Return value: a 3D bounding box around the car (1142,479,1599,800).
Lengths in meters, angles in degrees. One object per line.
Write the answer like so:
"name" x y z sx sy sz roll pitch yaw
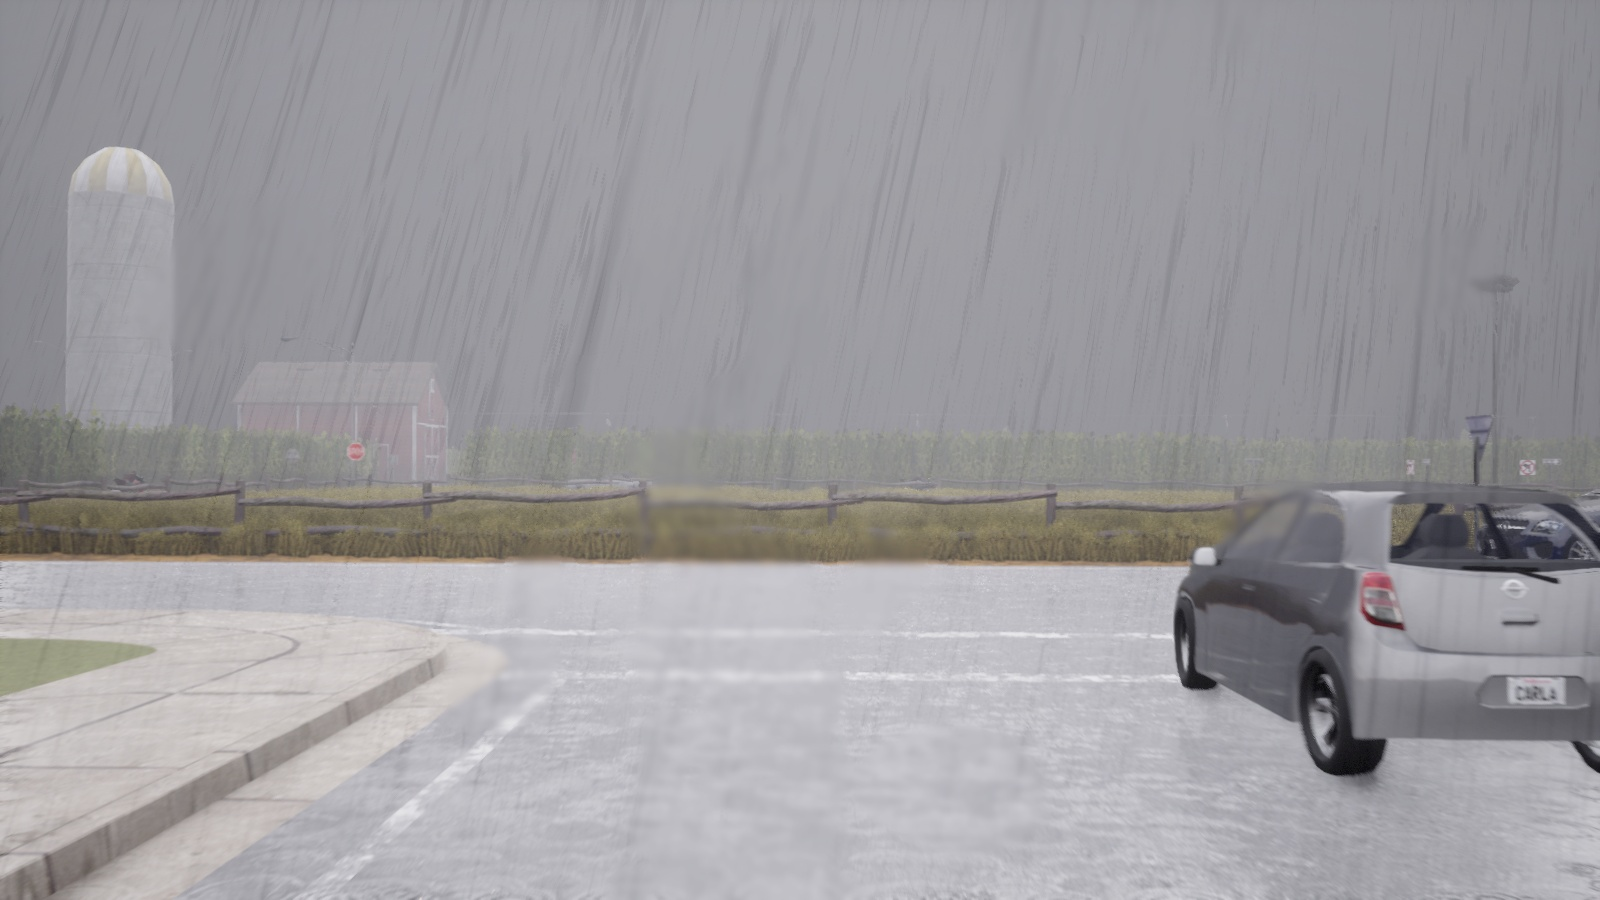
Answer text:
"car" 3.519 0.945 7.809 1.845 1.501 3.633 0 -1 1

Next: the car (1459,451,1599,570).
"car" 12.835 0.853 18.564 5.027 1.651 2.152 0 -1 1

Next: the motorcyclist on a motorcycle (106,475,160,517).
"motorcyclist on a motorcycle" -25.213 1.714 47.520 0.866 1.530 2.191 0 -1 1

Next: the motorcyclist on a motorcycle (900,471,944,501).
"motorcyclist on a motorcycle" 6.256 1.869 64.592 2.191 1.530 0.866 0 -1 1

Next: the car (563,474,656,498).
"car" -10.286 1.938 68.007 4.718 1.301 1.895 0 -1 1
